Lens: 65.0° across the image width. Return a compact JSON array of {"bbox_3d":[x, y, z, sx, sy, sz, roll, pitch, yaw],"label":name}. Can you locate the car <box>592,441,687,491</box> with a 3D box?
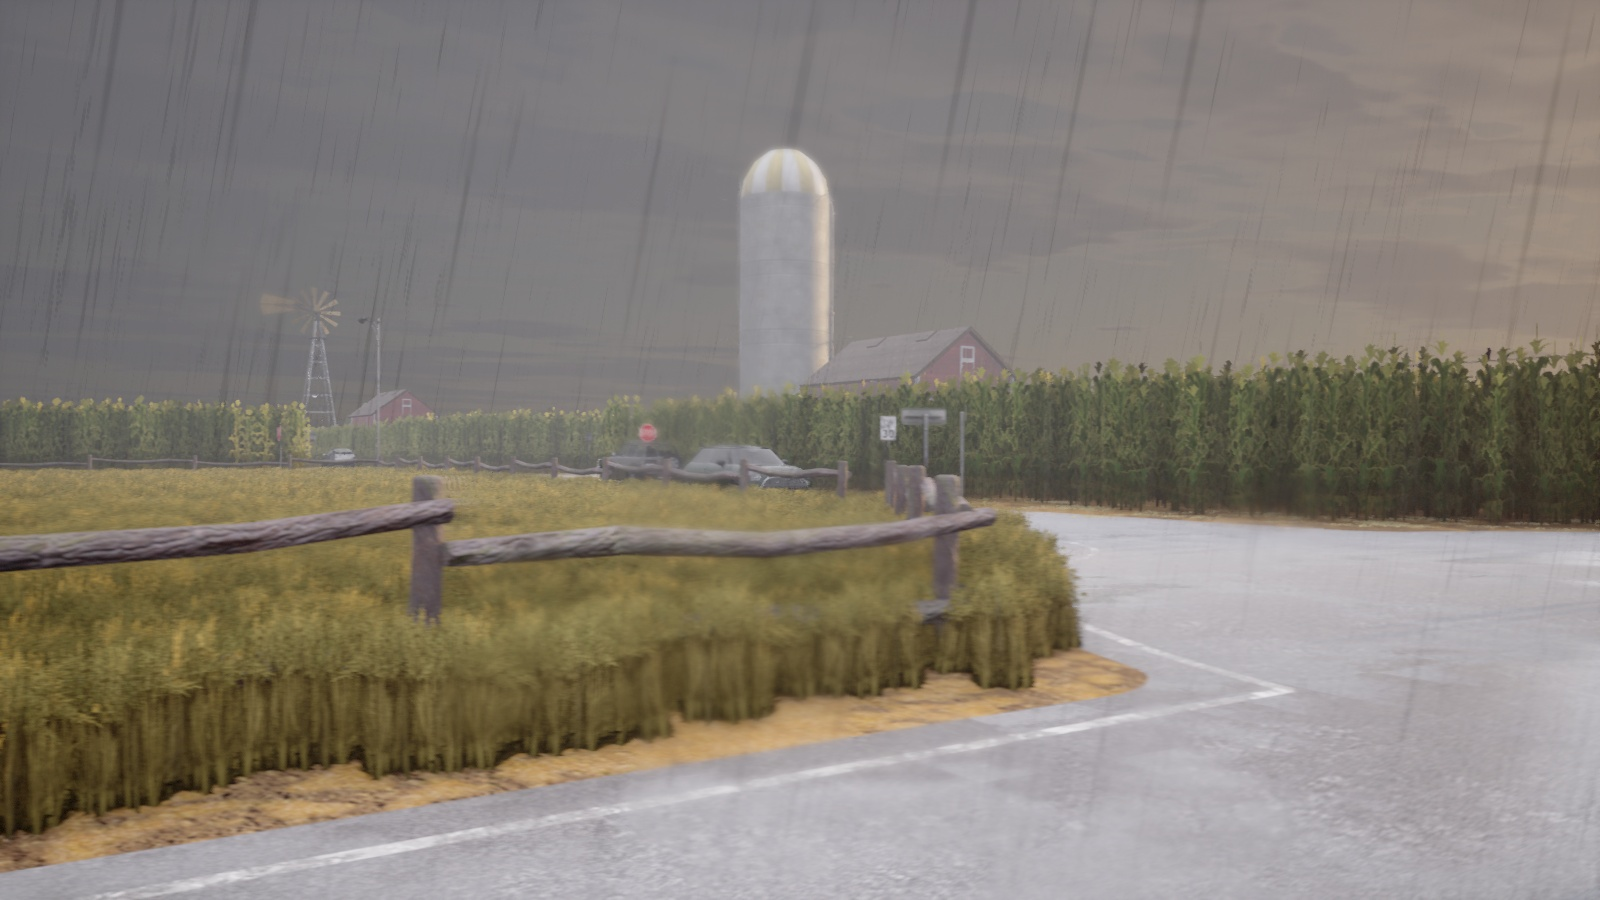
[{"bbox_3d":[-6.246,0.576,48.316,1.932,1.855,4.605,0,0,-31],"label":"car"}]

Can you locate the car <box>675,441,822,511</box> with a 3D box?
[{"bbox_3d":[-1.496,0.663,34.490,2.097,1.767,4.553,0,0,-31],"label":"car"}]
